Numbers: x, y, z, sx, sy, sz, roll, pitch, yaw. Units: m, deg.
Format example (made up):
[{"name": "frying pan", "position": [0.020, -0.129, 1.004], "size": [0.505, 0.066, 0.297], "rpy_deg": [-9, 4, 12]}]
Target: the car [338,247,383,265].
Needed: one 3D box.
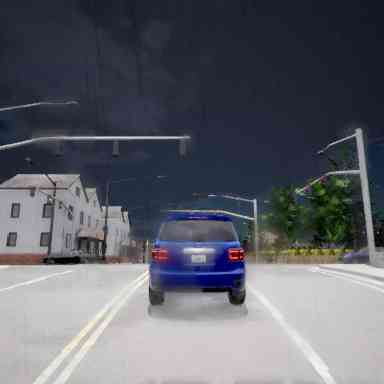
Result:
[{"name": "car", "position": [15.432, 5.660, 29.610], "size": [4.553, 1.767, 2.097], "rpy_deg": [0, -12, 1]}]

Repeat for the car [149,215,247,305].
[{"name": "car", "position": [0.080, 1.761, 9.310], "size": [2.150, 2.045, 5.566], "rpy_deg": [0, -7, -1]}]

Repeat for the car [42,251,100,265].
[{"name": "car", "position": [-10.821, 5.997, 29.884], "size": [4.718, 1.301, 1.895], "rpy_deg": [-2, -12, 0]}]
